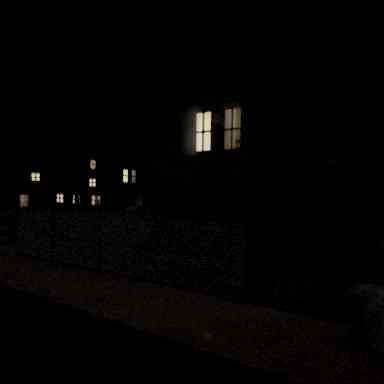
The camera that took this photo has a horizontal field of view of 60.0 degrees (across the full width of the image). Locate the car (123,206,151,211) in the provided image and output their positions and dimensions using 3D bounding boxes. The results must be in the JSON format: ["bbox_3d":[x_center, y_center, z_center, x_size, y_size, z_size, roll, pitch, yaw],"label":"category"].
[{"bbox_3d":[-5.218,1.981,30.580,1.812,1.442,4.674,2,0,36],"label":"car"}]

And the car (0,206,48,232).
[{"bbox_3d":[-11.310,1.708,22.329,1.882,1.535,5.008,2,0,37],"label":"car"}]
